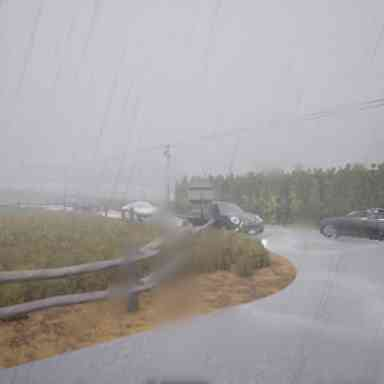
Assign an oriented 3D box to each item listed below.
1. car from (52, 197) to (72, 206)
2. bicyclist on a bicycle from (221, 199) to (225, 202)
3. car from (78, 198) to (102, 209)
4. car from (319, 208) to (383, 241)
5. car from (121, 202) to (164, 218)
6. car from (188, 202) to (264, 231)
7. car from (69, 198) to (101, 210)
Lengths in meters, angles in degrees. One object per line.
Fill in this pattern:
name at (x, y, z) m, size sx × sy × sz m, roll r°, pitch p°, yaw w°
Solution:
car at (-20.365, 1.520, 53.728) m, size 5.357 × 1.411 × 2.033 m, roll 0°, pitch 0°, yaw 33°
bicyclist on a bicycle at (2.698, 1.421, 27.997) m, size 1.656 × 1.620 × 0.582 m, roll 0°, pitch 0°, yaw -35°
car at (-14.119, 1.535, 45.957) m, size 1.994 × 1.385 × 4.181 m, roll 0°, pitch 0°, yaw -35°
car at (7.895, 1.464, 14.561) m, size 2.128 × 1.511 × 4.902 m, roll 0°, pitch 0°, yaw -28°
car at (-3.983, 1.504, 25.949) m, size 1.812 × 1.442 × 4.674 m, roll 0°, pitch 0°, yaw -36°
car at (1.686, 1.330, 17.791) m, size 2.097 × 1.767 × 4.553 m, roll 0°, pitch 0°, yaw -33°
car at (-11.615, 1.579, 36.676) m, size 1.895 × 1.301 × 4.718 m, roll 0°, pitch 0°, yaw -35°
